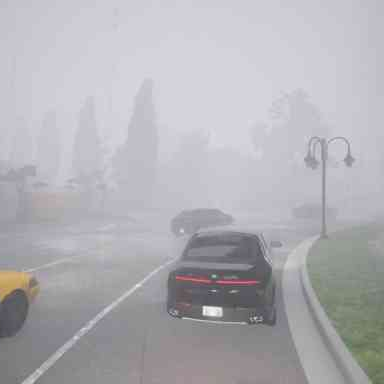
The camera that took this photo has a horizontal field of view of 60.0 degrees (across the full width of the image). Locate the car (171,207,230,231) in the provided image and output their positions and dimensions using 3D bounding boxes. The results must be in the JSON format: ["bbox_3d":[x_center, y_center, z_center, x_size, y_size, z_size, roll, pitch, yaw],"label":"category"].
[{"bbox_3d":[0.745,1.571,17.762,1.837,1.490,4.892,-1,0,30],"label":"car"}]

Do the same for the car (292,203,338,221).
[{"bbox_3d":[10.878,1.693,29.266,5.008,1.535,1.882,0,-1,-37],"label":"car"}]

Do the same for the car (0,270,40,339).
[{"bbox_3d":[-3.788,1.459,3.677,1.801,1.575,5.366,0,0,6],"label":"car"}]

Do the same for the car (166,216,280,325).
[{"bbox_3d":[0.844,1.511,7.242,1.837,1.490,4.892,0,0,13],"label":"car"}]
